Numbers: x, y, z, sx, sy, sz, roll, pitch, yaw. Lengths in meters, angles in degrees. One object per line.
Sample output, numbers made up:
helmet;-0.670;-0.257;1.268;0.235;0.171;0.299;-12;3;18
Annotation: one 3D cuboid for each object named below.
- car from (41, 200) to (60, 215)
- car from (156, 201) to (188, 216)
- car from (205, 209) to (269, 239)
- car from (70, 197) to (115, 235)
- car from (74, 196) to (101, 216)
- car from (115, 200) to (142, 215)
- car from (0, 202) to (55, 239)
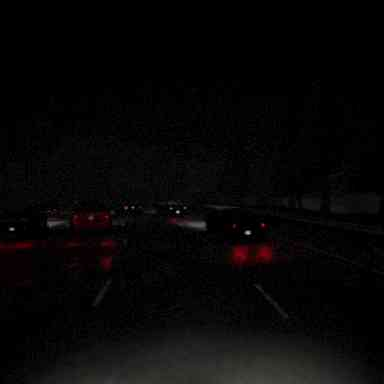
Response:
car;-14.301;1.534;33.213;1.837;1.490;4.892;-1;1;-25
car;-1.971;1.437;30.793;1.895;1.301;4.718;-1;0;-20
car;1.991;1.462;16.454;1.895;1.301;4.718;-1;0;-11
car;-5.699;1.325;19.085;2.097;1.767;4.553;-1;0;-15
car;-10.597;1.314;33.521;2.097;1.767;4.553;-1;0;-24
car;-6.251;1.446;32.279;2.033;1.411;5.357;-1;0;-22
car;-9.024;1.528;17.900;2.128;1.511;4.902;-1;0;-15
